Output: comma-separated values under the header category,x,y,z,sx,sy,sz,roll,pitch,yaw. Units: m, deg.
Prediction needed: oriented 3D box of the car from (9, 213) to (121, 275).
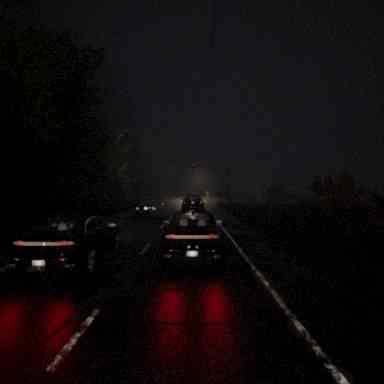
category,x,y,z,sx,sy,sz,roll,pitch,yaw
car,-3.477,1.381,10.011,2.128,1.511,4.902,0,1,1

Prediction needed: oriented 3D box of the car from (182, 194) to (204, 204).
category,x,y,z,sx,sy,sz,roll,pitch,yaw
car,0.085,0.989,32.485,2.097,1.767,4.553,0,1,0

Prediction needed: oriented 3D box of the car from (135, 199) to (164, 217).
category,x,y,z,sx,sy,sz,roll,pitch,yaw
car,-3.429,1.243,27.283,2.033,1.411,5.357,0,1,0

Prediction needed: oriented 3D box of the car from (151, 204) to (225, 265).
category,x,y,z,sx,sy,sz,roll,pitch,yaw
car,0.032,1.370,11.125,2.128,1.511,4.902,0,1,1
